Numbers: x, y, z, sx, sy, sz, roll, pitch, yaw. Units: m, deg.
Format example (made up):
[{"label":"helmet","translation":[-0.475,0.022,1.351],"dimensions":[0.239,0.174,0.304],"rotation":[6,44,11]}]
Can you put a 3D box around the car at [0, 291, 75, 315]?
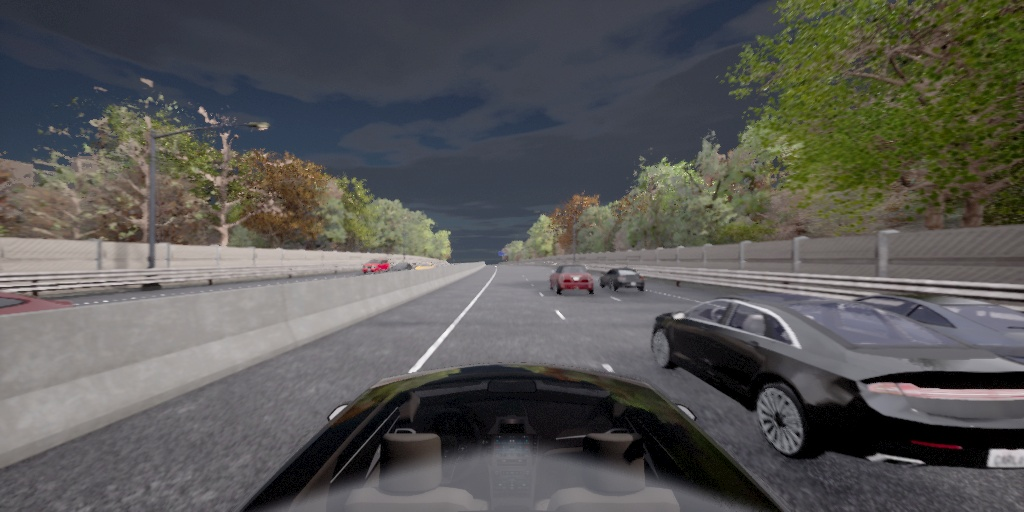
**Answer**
[{"label":"car","translation":[-10.596,1.324,6.150],"dimensions":[1.812,1.442,4.674],"rotation":[0,-1,0]}]

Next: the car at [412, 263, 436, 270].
[{"label":"car","translation":[-11.129,1.648,46.647],"dimensions":[1.882,1.535,5.008],"rotation":[0,-1,-1]}]

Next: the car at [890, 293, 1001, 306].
[{"label":"car","translation":[7.088,1.353,6.439],"dimensions":[1.994,1.385,4.181],"rotation":[0,-1,0]}]

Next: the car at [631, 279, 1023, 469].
[{"label":"car","translation":[3.592,1.270,5.019],"dimensions":[2.128,1.511,4.902],"rotation":[0,-1,0]}]

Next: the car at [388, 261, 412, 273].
[{"label":"car","translation":[-14.654,1.690,48.202],"dimensions":[1.837,1.490,4.892],"rotation":[0,0,-1]}]

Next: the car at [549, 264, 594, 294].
[{"label":"car","translation":[3.487,1.286,21.751],"dimensions":[2.097,1.767,4.553],"rotation":[0,-1,-1]}]

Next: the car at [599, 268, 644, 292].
[{"label":"car","translation":[6.974,1.469,22.989],"dimensions":[1.812,1.442,4.674],"rotation":[0,-1,-1]}]

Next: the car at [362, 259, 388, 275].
[{"label":"car","translation":[-18.150,1.407,48.232],"dimensions":[2.150,2.045,5.566],"rotation":[0,0,-1]}]
